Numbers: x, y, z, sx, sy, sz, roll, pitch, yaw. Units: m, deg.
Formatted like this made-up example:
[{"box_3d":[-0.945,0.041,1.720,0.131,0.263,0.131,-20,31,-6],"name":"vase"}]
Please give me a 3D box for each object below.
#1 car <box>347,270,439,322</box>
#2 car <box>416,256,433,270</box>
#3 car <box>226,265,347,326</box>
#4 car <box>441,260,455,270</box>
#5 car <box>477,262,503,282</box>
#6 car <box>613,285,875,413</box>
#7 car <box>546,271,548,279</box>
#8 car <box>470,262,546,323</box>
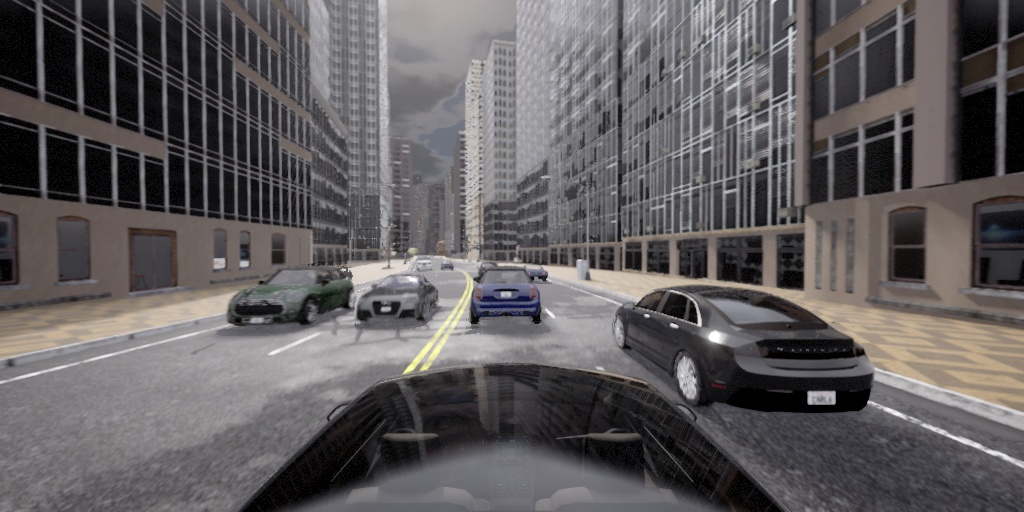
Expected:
[{"box_3d":[-3.715,1.337,12.287,1.994,1.385,4.181,0,0,-3],"name":"car"},{"box_3d":[-12.653,1.044,52.056,2.150,2.045,5.566,0,0,-13],"name":"car"},{"box_3d":[-6.949,1.133,11.846,2.097,1.767,4.553,0,0,-3],"name":"car"},{"box_3d":[-9.515,1.352,52.956,2.033,1.411,5.357,0,0,-13],"name":"car"},{"box_3d":[-1.986,1.282,31.005,1.837,1.490,4.892,0,0,-7],"name":"car"},{"box_3d":[3.223,1.254,6.205,1.837,1.490,4.892,0,0,-1],"name":"car"},{"box_3d":[1.543,1.364,29.166,1.895,1.301,4.718,0,0,-7],"name":"car"},{"box_3d":[-0.262,1.115,12.316,2.097,1.767,4.553,0,0,-3],"name":"car"}]
